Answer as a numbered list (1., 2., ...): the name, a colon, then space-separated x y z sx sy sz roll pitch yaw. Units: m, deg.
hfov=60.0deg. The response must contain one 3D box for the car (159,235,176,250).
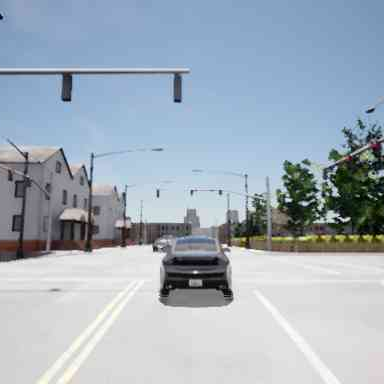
1. car: -3.606 7.517 49.744 2.150 2.045 5.566 0 -8 0

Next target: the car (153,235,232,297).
1. car: 0.141 2.125 10.134 1.837 1.490 4.892 0 -6 1

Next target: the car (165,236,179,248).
1. car: -3.549 8.970 59.839 2.150 2.045 5.566 0 -8 0
